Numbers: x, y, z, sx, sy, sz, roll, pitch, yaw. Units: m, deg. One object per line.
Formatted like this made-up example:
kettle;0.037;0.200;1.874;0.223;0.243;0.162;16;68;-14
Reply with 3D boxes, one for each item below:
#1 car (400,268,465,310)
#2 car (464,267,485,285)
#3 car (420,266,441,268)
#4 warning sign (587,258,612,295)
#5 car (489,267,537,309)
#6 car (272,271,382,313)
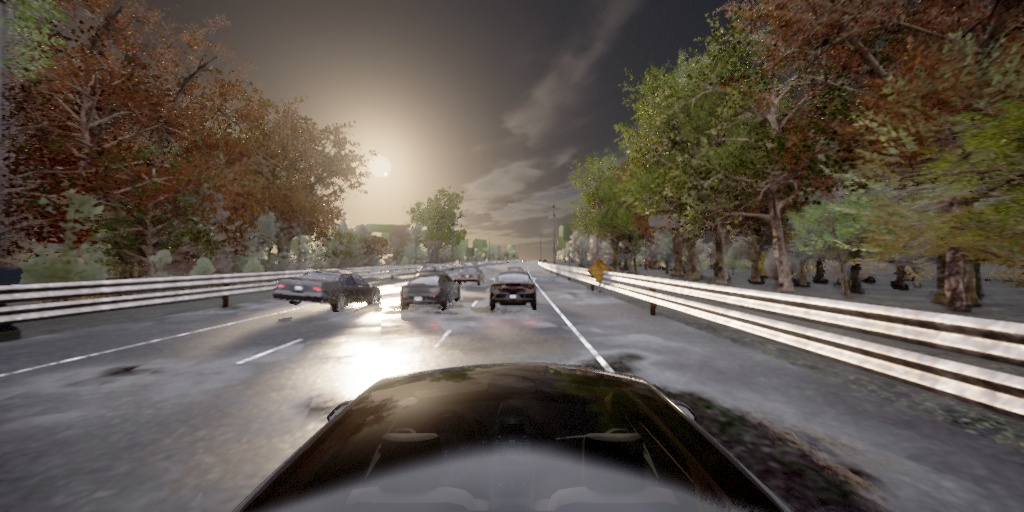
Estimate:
car;-3.425;1.427;15.542;1.812;1.442;4.674;0;0;1
car;-3.285;1.592;29.162;2.033;1.411;5.357;0;-1;1
car;-6.759;1.549;30.161;2.128;1.511;4.902;0;0;1
warning sign;4.624;1.050;18.825;1.300;1.860;1.060;0;0;1
car;0.081;1.382;15.887;1.882;1.535;5.008;0;0;1
car;-6.941;1.325;14.206;2.033;1.411;5.357;4;-5;1
